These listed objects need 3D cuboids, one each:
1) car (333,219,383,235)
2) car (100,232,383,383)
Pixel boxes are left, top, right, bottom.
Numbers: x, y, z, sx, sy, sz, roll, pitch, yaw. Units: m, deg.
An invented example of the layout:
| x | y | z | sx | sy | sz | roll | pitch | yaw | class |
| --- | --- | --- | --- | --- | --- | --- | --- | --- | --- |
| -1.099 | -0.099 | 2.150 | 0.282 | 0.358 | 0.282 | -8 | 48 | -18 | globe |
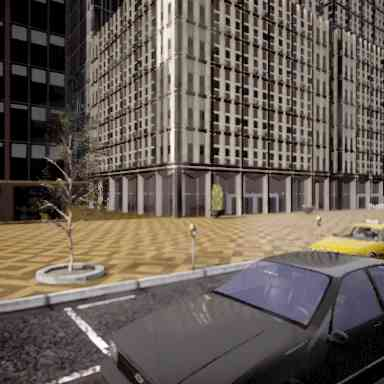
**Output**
| x | y | z | sx | sy | sz | roll | pitch | yaw | class |
| --- | --- | --- | --- | --- | --- | --- | --- | --- | --- |
| 5.603 | 1.578 | 10.545 | 4.829 | 1.417 | 1.752 | 0 | 0 | -35 | car |
| 1.642 | 1.566 | 4.423 | 5.357 | 1.411 | 2.033 | 0 | 0 | -35 | car |
